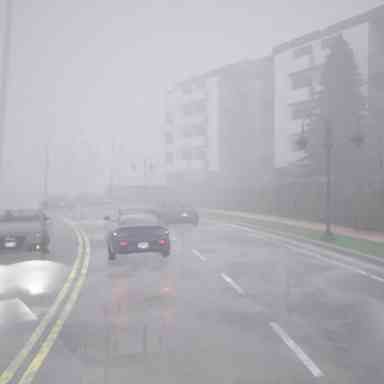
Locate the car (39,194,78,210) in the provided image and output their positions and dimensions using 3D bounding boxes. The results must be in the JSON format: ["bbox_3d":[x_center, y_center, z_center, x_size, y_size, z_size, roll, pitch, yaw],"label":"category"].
[{"bbox_3d":[-11.811,0.862,28.825,1.994,1.385,4.181,-1,2,-39],"label":"car"}]

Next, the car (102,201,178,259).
[{"bbox_3d":[-1.984,1.244,11.347,1.812,1.442,4.674,0,1,-16],"label":"car"}]

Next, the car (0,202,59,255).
[{"bbox_3d":[-5.886,1.283,11.487,1.994,1.385,4.181,0,1,-19],"label":"car"}]

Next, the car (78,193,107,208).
[{"bbox_3d":[-10.045,0.758,32.309,2.033,1.411,5.357,-1,2,-40],"label":"car"}]

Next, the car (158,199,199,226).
[{"bbox_3d":[-1.193,1.096,18.869,1.994,1.385,4.181,-1,2,-24],"label":"car"}]
